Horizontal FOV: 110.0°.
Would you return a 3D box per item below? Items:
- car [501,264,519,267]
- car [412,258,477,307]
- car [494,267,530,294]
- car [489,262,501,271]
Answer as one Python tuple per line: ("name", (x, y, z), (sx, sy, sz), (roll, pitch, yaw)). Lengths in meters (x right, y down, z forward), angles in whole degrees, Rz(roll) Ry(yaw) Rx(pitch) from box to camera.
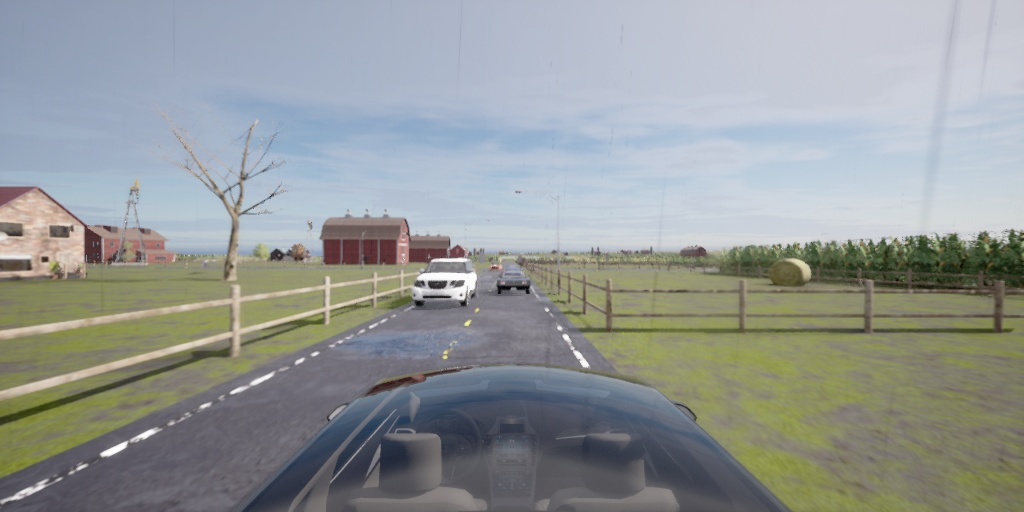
("car", (0.082, 1.673, 40.056), (2.033, 1.411, 5.357), (0, -1, 0))
("car", (-2.871, 1.113, 16.555), (2.150, 2.045, 5.566), (0, -1, 0))
("car", (0.091, 1.545, 22.068), (1.895, 1.301, 4.718), (0, -1, 0))
("car", (-2.774, 1.737, 61.252), (2.097, 1.767, 4.553), (0, -1, 0))
